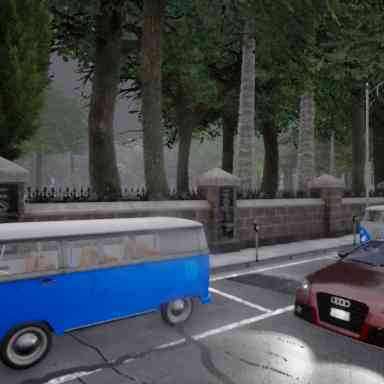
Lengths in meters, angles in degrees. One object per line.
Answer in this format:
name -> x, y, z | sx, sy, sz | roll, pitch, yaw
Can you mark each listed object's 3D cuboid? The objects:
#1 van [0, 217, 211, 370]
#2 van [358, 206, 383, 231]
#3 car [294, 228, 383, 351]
van -> -1.573, 1.344, 5.417 | 3.998, 1.788, 1.690 | 0, 0, -36
van -> 7.632, 1.363, 11.999 | 3.998, 1.788, 1.690 | 0, 0, -36
car -> 3.745, 1.575, 5.935 | 4.181, 1.385, 1.994 | 0, 0, -36
